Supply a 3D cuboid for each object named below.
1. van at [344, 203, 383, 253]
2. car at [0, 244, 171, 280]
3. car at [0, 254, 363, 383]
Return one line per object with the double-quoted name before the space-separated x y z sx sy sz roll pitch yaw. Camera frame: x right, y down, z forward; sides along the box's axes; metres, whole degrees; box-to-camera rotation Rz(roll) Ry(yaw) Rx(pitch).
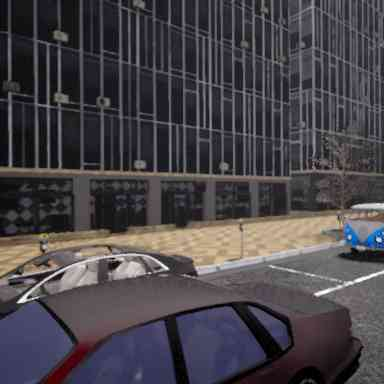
"van" 7.191 1.295 12.164 3.998 1.788 1.690 0 0 -37
"car" -1.850 1.573 5.247 4.403 1.369 2.008 0 0 -37
"car" -0.628 1.558 2.791 5.357 1.411 2.033 0 0 -37
